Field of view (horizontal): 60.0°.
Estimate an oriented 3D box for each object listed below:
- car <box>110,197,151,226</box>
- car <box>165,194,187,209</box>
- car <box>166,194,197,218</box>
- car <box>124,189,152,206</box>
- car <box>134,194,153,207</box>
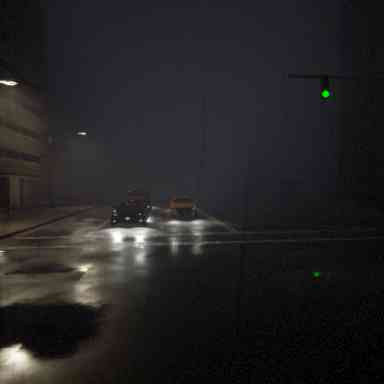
[{"bbox_3d":[-3.754,1.248,20.308,1.994,1.385,4.181,-1,1,-6],"label":"car"},{"bbox_3d":[-1.818,0.949,35.765,2.033,1.411,5.357,-1,1,-5],"label":"car"},{"bbox_3d":[-0.749,1.046,25.342,1.882,1.535,5.008,-1,1,-6],"label":"car"},{"bbox_3d":[-4.734,0.757,29.605,2.150,2.045,5.566,-1,1,-6],"label":"car"},{"bbox_3d":[-5.738,0.939,39.572,1.994,1.385,4.181,-1,1,-6],"label":"car"}]
